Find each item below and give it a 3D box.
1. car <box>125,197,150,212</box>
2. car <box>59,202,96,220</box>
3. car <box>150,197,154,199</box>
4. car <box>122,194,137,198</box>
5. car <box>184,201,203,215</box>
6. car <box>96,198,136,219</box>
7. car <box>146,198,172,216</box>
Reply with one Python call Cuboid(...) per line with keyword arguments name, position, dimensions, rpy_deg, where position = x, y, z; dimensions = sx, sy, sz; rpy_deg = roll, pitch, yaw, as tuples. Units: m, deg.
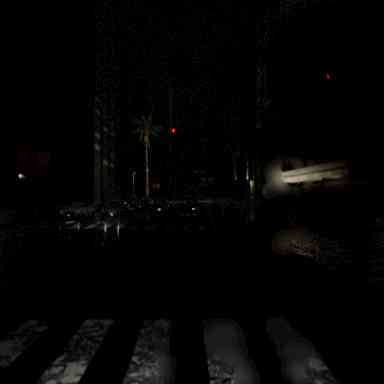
Cuboid(name="car", position=(-6.549, 1.622, 39.477), dimensions=(1.812, 1.442, 4.674), rpy_deg=(0, 0, 0))
Cuboid(name="car", position=(-9.817, 1.588, 28.781), dimensions=(1.812, 1.442, 4.674), rpy_deg=(0, 0, 0))
Cuboid(name="car", position=(-6.534, 1.490, 50.118), dimensions=(2.097, 1.767, 4.553), rpy_deg=(0, 0, 0))
Cuboid(name="car", position=(-9.770, 1.366, 51.234), dimensions=(2.150, 2.045, 5.566), rpy_deg=(0, -1, 1))
Cuboid(name="car", position=(0.132, 1.645, 35.016), dimensions=(1.994, 1.385, 4.181), rpy_deg=(0, 0, 0))
Cuboid(name="car", position=(-6.578, 1.556, 29.384), dimensions=(2.128, 1.511, 4.902), rpy_deg=(0, 0, -2))
Cuboid(name="car", position=(-3.119, 1.641, 33.794), dimensions=(1.994, 1.385, 4.181), rpy_deg=(0, 0, 0))
